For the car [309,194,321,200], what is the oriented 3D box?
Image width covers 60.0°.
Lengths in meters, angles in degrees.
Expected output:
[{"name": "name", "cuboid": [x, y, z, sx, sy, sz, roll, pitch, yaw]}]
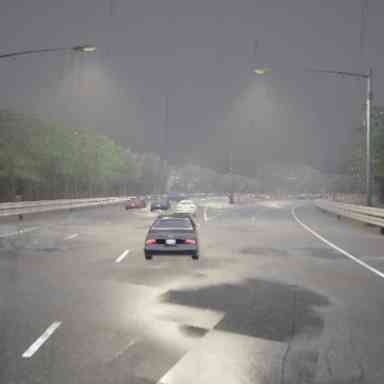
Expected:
[{"name": "car", "cuboid": [32.432, 1.423, 87.640, 1.837, 1.490, 4.892, 0, 0, 31]}]

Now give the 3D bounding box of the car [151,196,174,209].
[{"name": "car", "cuboid": [-3.612, 1.501, 39.425, 1.994, 1.385, 4.181, 0, 0, 3]}]

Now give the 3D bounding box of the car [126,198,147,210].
[{"name": "car", "cuboid": [-6.969, 1.485, 41.817, 1.994, 1.385, 4.181, 0, 0, 3]}]

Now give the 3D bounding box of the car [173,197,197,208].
[{"name": "car", "cuboid": [-0.491, 1.485, 31.036, 1.812, 1.442, 4.674, 0, 0, 2]}]

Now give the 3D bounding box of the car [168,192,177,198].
[{"name": "car", "cuboid": [-4.000, 1.088, 75.521, 2.150, 2.045, 5.566, 0, 0, 7]}]

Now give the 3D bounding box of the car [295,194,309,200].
[{"name": "car", "cuboid": [29.016, 1.396, 88.760, 1.882, 1.535, 5.008, 0, 0, 31]}]

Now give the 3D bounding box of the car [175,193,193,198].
[{"name": "car", "cuboid": [-1.553, 1.398, 65.831, 1.837, 1.490, 4.892, 0, 0, 6]}]

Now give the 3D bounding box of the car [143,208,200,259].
[{"name": "car", "cuboid": [-0.667, 1.539, 12.536, 2.033, 1.411, 5.357, 0, 0, -1]}]
